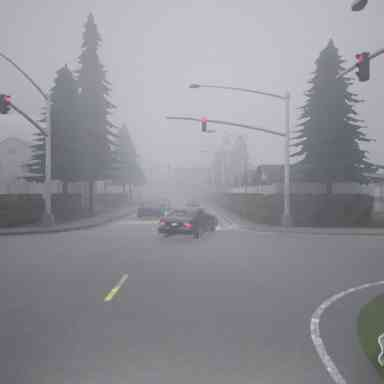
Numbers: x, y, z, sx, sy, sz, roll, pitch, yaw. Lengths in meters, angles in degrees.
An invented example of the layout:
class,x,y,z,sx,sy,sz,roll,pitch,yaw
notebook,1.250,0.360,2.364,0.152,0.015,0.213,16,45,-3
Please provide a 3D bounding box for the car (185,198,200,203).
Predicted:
class,x,y,z,sx,sy,sz,roll,pitch,yaw
car,0.077,1.547,45.060,2.033,1.411,5.357,0,0,0

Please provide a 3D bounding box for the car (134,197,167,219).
class,x,y,z,sx,sy,sz,roll,pitch,yaw
car,-3.604,1.477,29.619,1.882,1.535,5.008,0,0,0

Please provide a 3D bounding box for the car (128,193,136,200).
class,x,y,z,sx,sy,sz,roll,pitch,yaw
car,-16.819,1.075,84.208,3.866,1.878,1.905,0,0,-1

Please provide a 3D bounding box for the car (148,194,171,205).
class,x,y,z,sx,sy,sz,roll,pitch,yaw
car,-3.605,1.351,39.773,2.097,1.767,4.553,0,0,0

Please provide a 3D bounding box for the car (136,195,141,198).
class,x,y,z,sx,sy,sz,roll,pitch,yaw
car,-16.230,1.359,87.536,3.806,1.475,1.970,0,0,-1

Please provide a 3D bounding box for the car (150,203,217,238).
class,x,y,z,sx,sy,sz,roll,pitch,yaw
car,-0.080,1.545,17.638,2.033,1.411,5.357,0,0,17
